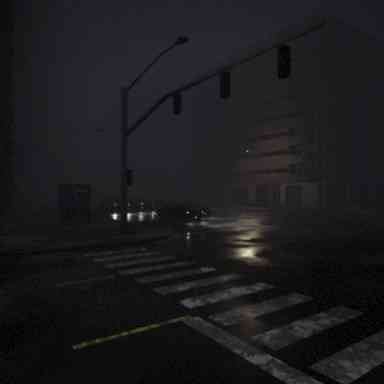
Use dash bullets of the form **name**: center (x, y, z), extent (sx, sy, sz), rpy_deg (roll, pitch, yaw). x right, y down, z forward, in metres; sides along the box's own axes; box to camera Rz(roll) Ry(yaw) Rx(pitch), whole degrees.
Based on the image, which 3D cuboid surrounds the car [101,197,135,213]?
- **car**: center (-8.823, 1.404, 38.298), extent (2.097, 1.767, 4.553), rpy_deg (0, 0, -35)

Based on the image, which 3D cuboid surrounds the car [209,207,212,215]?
- **car**: center (-0.122, 1.652, 32.342), extent (1.895, 1.301, 4.718), rpy_deg (0, 0, -36)

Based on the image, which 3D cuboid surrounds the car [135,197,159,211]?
- **car**: center (-6.391, 1.403, 40.895), extent (2.097, 1.767, 4.553), rpy_deg (0, 0, -36)

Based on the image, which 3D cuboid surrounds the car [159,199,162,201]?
- **car**: center (-5.382, 1.576, 45.735), extent (1.812, 1.442, 4.674), rpy_deg (0, 0, -36)

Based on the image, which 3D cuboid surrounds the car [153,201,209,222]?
- **car**: center (-1.008, 1.653, 27.637), extent (1.895, 1.301, 4.718), rpy_deg (0, 0, -36)
